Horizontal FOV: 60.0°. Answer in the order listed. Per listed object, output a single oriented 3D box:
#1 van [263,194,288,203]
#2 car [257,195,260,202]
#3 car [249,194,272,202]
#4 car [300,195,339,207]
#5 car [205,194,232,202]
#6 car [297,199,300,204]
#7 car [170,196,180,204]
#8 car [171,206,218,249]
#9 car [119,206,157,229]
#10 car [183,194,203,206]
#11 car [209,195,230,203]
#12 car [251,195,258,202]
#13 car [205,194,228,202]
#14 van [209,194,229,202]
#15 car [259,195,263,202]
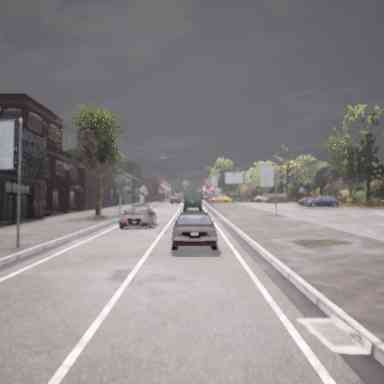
[{"bbox_3d":[18.428,1.356,72.385,4.442,1.987,1.878,0,-1,0],"label":"van"},{"bbox_3d":[18.687,1.677,77.838,5.366,1.575,1.946,0,-1,0],"label":"car"},{"bbox_3d":[18.358,1.719,89.018,5.566,2.045,2.435,0,-2,-1],"label":"car"},{"bbox_3d":[18.754,1.318,48.419,4.553,1.767,2.185,0,0,0],"label":"car"},{"bbox_3d":[6.087,1.585,72.930,5.366,1.575,1.946,0,-1,0],"label":"car"},{"bbox_3d":[18.683,1.485,51.589,4.674,1.452,2.002,0,0,0],"label":"car"},{"bbox_3d":[-3.277,1.557,64.084,2.033,1.411,5.357,0,0,0],"label":"car"},{"bbox_3d":[0.099,1.548,14.403,2.033,1.411,5.357,0,0,0],"label":"car"},{"bbox_3d":[-3.350,1.565,21.272,1.994,1.385,4.181,0,0,0],"label":"car"},{"bbox_3d":[0.099,1.222,40.402,2.150,2.045,5.566,0,0,0],"label":"car"},{"bbox_3d":[6.280,1.512,75.851,4.553,1.767,2.185,0,-1,0],"label":"car"},{"bbox_3d":[18.427,1.560,83.558,5.566,2.045,2.435,0,-2,-1],"label":"car"},{"bbox_3d":[6.195,1.599,85.080,5.566,2.045,2.435,0,-1,-1],"label":"car"},{"bbox_3d":[6.340,1.475,78.890,4.442,1.987,1.878,0,-1,0],"label":"van"},{"bbox_3d":[18.708,1.626,75.177,5.366,1.575,1.946,0,-1,0],"label":"car"}]
